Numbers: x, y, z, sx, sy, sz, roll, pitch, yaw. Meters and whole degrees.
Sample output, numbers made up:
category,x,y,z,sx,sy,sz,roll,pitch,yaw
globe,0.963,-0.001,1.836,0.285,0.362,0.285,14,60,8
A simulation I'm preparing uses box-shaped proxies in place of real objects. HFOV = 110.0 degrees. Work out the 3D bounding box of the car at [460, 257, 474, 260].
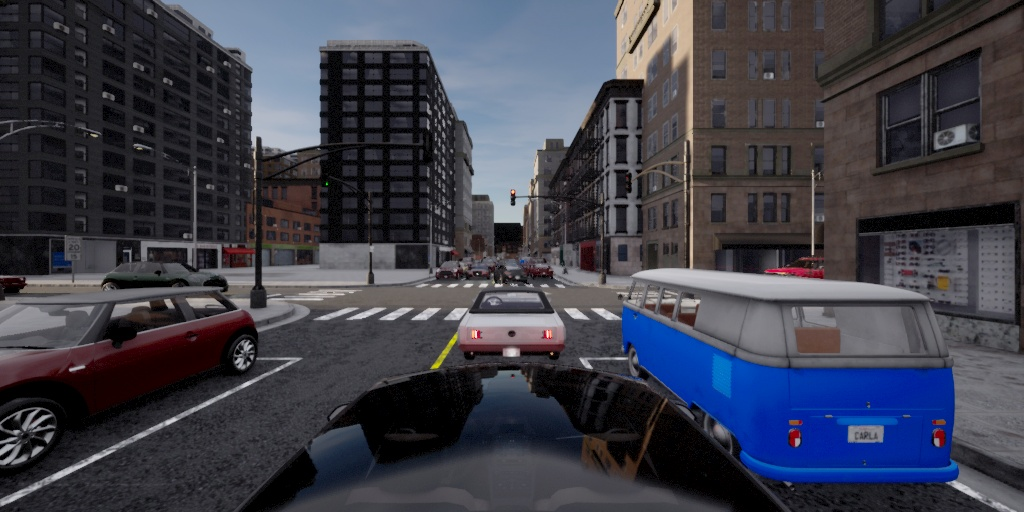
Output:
category,x,y,z,sx,sy,sz,roll,pitch,yaw
car,-5.432,1.060,42.213,2.192,1.841,5.009,0,0,0

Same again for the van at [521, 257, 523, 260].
category,x,y,z,sx,sy,sz,roll,pitch,yaw
van,2.580,1.083,53.042,1.690,1.789,3.998,0,0,0

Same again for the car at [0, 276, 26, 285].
category,x,y,z,sx,sy,sz,roll,pitch,yaw
car,-25.960,1.214,16.716,4.718,1.301,1.895,0,0,0

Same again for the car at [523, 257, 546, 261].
category,x,y,z,sx,sy,sz,roll,pitch,yaw
car,2.599,1.061,36.812,2.192,1.841,5.009,0,0,0

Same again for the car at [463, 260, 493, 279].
category,x,y,z,sx,sy,sz,roll,pitch,yaw
car,-2.883,1.311,31.569,1.994,1.385,4.181,0,0,-1

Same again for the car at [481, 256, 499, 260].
category,x,y,z,sx,sy,sz,roll,pitch,yaw
car,-2.876,1.097,41.399,2.097,1.767,4.553,0,0,0

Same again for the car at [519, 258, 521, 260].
category,x,y,z,sx,sy,sz,roll,pitch,yaw
car,2.574,1.305,58.451,1.948,1.339,4.313,0,0,0

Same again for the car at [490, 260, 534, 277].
category,x,y,z,sx,sy,sz,roll,pitch,yaw
car,-0.102,1.273,26.227,1.812,1.442,4.674,-1,0,-12

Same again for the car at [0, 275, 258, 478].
category,x,y,z,sx,sy,sz,roll,pitch,yaw
car,-5.389,1.189,4.514,1.967,1.591,4.097,0,0,0

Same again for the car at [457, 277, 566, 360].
category,x,y,z,sx,sy,sz,roll,pitch,yaw
car,-0.006,1.350,8.309,1.895,1.301,4.718,0,0,0

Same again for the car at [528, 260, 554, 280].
category,x,y,z,sx,sy,sz,roll,pitch,yaw
car,2.605,1.292,31.403,1.888,1.381,4.507,0,0,0

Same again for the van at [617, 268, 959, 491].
category,x,y,z,sx,sy,sz,roll,pitch,yaw
van,2.637,1.090,4.523,1.690,1.789,3.998,0,0,0

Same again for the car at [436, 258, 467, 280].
category,x,y,z,sx,sy,sz,roll,pitch,yaw
car,-5.420,1.186,31.394,1.967,1.591,4.097,0,0,0

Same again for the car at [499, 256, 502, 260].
category,x,y,z,sx,sy,sz,roll,pitch,yaw
car,-2.888,1.095,51.557,2.097,1.767,4.553,0,0,0

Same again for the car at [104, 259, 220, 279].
category,x,y,z,sx,sy,sz,roll,pitch,yaw
car,-16.005,1.022,16.731,4.553,1.767,2.097,0,0,0

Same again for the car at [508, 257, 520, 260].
category,x,y,z,sx,sy,sz,roll,pitch,yaw
car,-0.067,1.302,61.615,1.994,1.385,4.181,0,0,0

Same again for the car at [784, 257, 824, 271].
category,x,y,z,sx,sy,sz,roll,pitch,yaw
car,16.918,1.065,19.760,5.566,2.045,2.150,0,0,0
